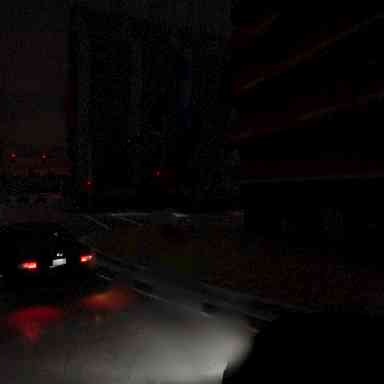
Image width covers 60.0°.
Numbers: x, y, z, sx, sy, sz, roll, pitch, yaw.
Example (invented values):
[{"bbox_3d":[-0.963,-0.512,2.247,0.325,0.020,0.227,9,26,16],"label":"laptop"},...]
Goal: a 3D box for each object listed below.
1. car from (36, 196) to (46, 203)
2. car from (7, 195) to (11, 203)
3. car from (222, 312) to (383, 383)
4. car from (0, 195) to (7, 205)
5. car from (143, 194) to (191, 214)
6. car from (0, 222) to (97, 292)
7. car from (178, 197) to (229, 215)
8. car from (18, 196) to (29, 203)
[{"bbox_3d":[-31.653,1.540,69.793,2.033,1.411,5.357,0,0,-23],"label":"car"},{"bbox_3d":[-38.620,1.355,68.288,2.097,1.767,4.553,0,0,-23],"label":"car"},{"bbox_3d":[2.800,1.547,2.071,5.357,1.411,2.033,0,0,35],"label":"car"},{"bbox_3d":[-34.653,1.601,58.842,1.895,1.301,4.718,0,0,-23],"label":"car"},{"bbox_3d":[-2.535,1.269,36.550,5.566,2.045,2.150,-1,0,-22],"label":"car"},{"bbox_3d":[-4.408,1.547,9.102,2.033,1.411,5.357,0,0,-38],"label":"car"},{"bbox_3d":[1.455,1.557,34.410,4.892,1.490,1.837,-1,0,-22],"label":"car"},{"bbox_3d":[-36.168,1.525,71.481,2.128,1.511,4.902,0,0,-23],"label":"car"}]
